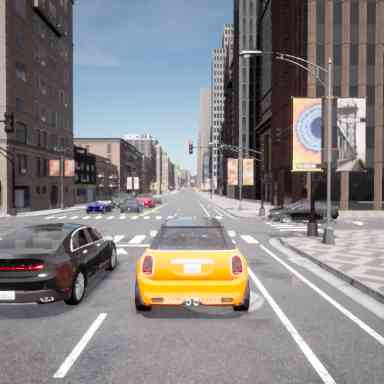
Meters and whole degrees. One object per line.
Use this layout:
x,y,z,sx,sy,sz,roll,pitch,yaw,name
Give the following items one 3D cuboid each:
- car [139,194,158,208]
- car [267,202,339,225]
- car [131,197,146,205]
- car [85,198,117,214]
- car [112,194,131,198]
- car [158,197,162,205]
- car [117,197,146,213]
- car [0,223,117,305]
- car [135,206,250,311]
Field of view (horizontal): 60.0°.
-6.580,1.244,47.302,2.150,2.045,5.566,0,0,1,car
7.753,1.426,23.357,4.902,1.511,2.128,0,1,-3,car
-9.797,1.593,61.254,1.994,1.385,4.181,0,0,0,car
-9.840,1.616,35.585,1.895,1.301,4.718,0,0,0,car
-9.828,1.246,46.761,2.150,2.045,5.566,0,0,1,car
-6.551,1.593,60.494,1.994,1.385,4.181,0,0,0,car
-6.591,1.580,36.743,1.994,1.385,4.181,0,0,0,car
-3.151,1.504,8.055,1.837,1.490,4.892,0,0,0,car
0.013,1.351,7.909,2.097,1.767,4.553,0,0,0,car
